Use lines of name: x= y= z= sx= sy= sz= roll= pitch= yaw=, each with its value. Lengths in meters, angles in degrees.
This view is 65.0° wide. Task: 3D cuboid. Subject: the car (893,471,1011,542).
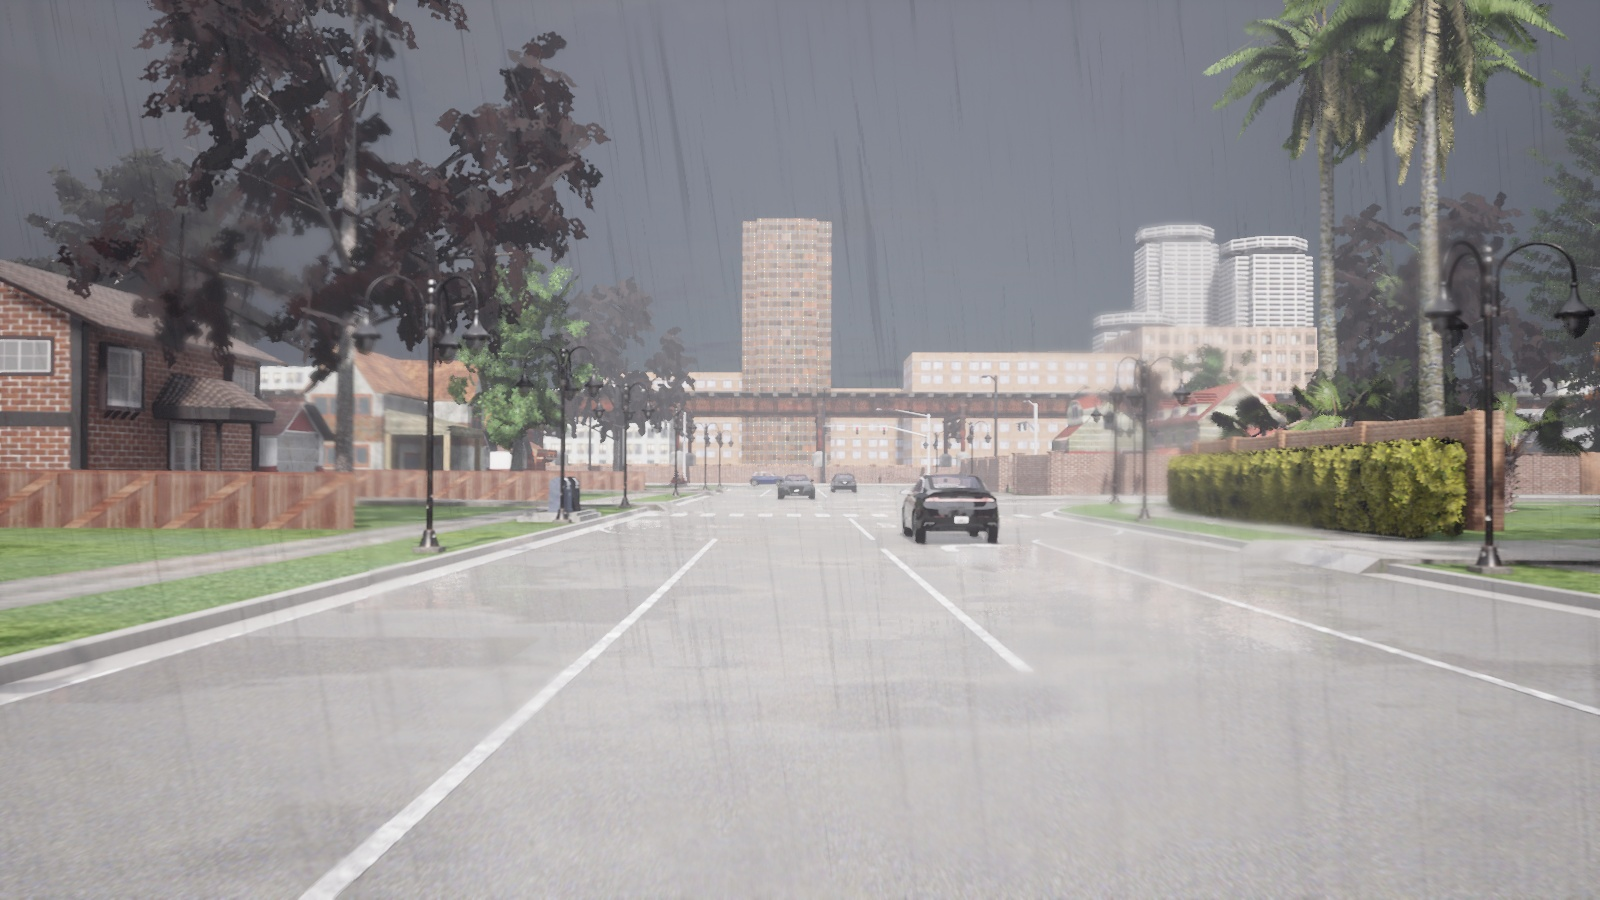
car: x=3.424 y=1.245 z=29.171 sx=2.128 sy=1.511 sz=4.902 roll=0 pitch=-1 yaw=0

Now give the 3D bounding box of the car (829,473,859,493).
car: x=3.258 y=2.418 z=93.720 sx=2.033 sy=1.411 sz=5.357 roll=0 pitch=-1 yaw=0

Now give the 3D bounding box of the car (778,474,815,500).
car: x=-0.181 y=2.046 z=69.708 sx=1.994 sy=1.385 sz=4.181 roll=0 pitch=-1 yaw=0
